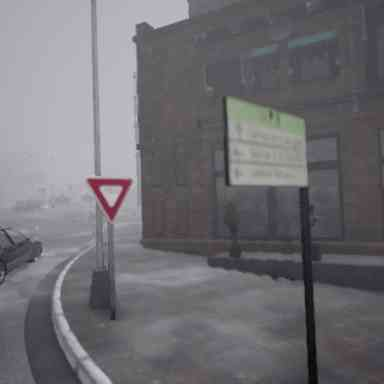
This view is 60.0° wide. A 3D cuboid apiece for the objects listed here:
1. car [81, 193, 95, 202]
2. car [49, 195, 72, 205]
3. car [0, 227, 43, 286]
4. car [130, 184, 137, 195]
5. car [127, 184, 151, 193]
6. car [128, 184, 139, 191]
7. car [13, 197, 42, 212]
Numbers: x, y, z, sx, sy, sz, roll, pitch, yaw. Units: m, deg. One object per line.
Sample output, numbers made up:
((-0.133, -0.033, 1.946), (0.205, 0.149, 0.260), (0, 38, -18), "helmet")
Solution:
((-16.619, 0.832, 57.579), (4.892, 1.521, 2.231), (-3, 3, -11), "car")
((-21.845, 1.242, 55.202), (1.837, 1.490, 4.892), (-2, 3, 8), "car")
((-5.929, 1.726, 9.558), (2.033, 1.411, 5.357), (-2, 0, -9), "car")
((-14.903, -0.168, 69.583), (5.566, 2.045, 2.435), (-3, 4, -11), "car")
((-13.107, -0.921, 81.638), (5.566, 2.045, 2.435), (-3, 3, -11), "car")
((-16.448, -1.276, 93.621), (1.812, 1.442, 4.674), (-2, 3, 8), "car")
((-22.362, 1.886, 45.246), (1.895, 1.301, 4.718), (-2, 2, -3), "car")
